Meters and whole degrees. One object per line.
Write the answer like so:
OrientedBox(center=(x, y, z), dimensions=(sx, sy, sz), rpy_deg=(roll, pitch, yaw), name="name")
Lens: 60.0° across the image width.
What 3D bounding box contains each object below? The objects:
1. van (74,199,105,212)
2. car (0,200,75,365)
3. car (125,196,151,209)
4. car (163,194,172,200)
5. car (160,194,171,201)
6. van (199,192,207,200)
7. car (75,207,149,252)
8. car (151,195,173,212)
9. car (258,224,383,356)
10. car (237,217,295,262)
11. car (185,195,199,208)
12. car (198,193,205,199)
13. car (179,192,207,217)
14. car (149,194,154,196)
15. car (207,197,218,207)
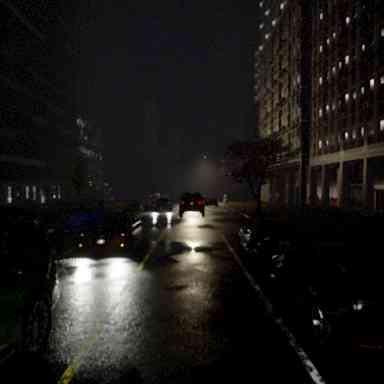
OrientedBox(center=(-5.724, 1.254, 17.276), dimensions=(1.690, 1.788, 3.998), rpy_deg=(-1, 0, 0), name="van")
OrientedBox(center=(-3.104, 1.208, 2.902), dimensions=(2.150, 2.045, 5.566), rpy_deg=(0, 0, 0), name="car")
OrientedBox(center=(-5.741, 1.386, 34.152), dimensions=(2.008, 1.369, 4.403), rpy_deg=(-1, 0, 0), name="car")
OrientedBox(center=(-5.797, 1.214, 79.152), dimensions=(2.008, 1.369, 4.403), rpy_deg=(-1, 0, 0), name="car")
OrientedBox(center=(-5.789, 1.233, 73.528), dimensions=(2.008, 1.369, 4.403), rpy_deg=(-1, 0, 0), name="car")
OrientedBox(center=(2.580, 1.003, 79.162), dimensions=(1.690, 1.788, 3.998), rpy_deg=(-1, 0, 0), name="van")
OrientedBox(center=(-3.105, 1.495, 13.329), dimensions=(1.994, 1.385, 4.181), rpy_deg=(0, 0, 0), name="car")
OrientedBox(center=(-3.082, 1.354, 35.670), dimensions=(1.812, 1.442, 4.674), rpy_deg=(0, 0, 0), name="car")
OrientedBox(center=(2.673, 1.533, 6.037), dimensions=(1.947, 1.339, 4.313), rpy_deg=(-1, 0, 0), name="car")
OrientedBox(center=(2.667, 1.505, 11.662), dimensions=(1.947, 1.339, 4.313), rpy_deg=(-1, 0, 0), name="car")
OrientedBox(center=(0.029, 1.265, 45.271), dimensions=(1.882, 1.535, 5.008), rpy_deg=(0, 0, 0), name="car")
OrientedBox(center=(2.568, 1.065, 90.412), dimensions=(1.967, 1.590, 4.097), rpy_deg=(-1, 0, 0), name="car")
OrientedBox(center=(0.034, 1.067, 29.683), dimensions=(2.150, 2.045, 5.566), rpy_deg=(0, -1, 1), name="car")
OrientedBox(center=(-5.749, 1.337, 39.607), dimensions=(1.752, 1.417, 4.829), rpy_deg=(-1, 0, 0), name="car")
OrientedBox(center=(2.625, 1.369, 45.413), dimensions=(1.802, 1.307, 4.206), rpy_deg=(-1, 0, 0), name="car")
